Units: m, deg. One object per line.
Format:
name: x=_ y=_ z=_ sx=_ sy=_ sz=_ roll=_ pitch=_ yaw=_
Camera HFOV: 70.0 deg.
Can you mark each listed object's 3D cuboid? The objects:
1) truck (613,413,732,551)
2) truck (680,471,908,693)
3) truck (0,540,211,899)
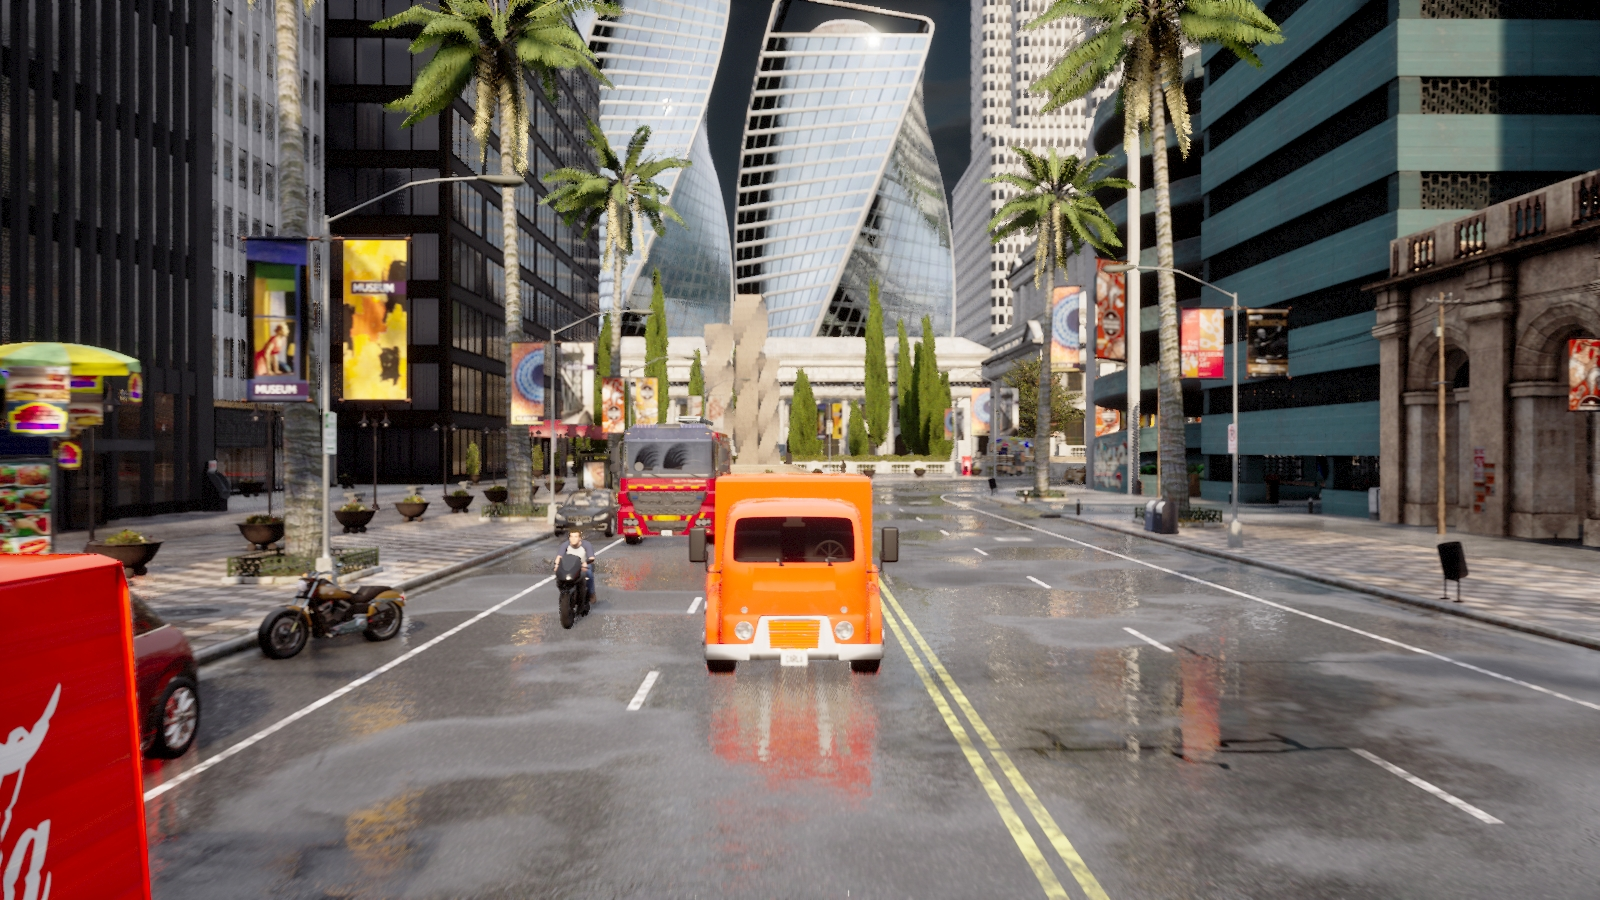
truck: x=-3.812 y=0.890 z=36.061 sx=2.891 sy=3.827 sz=8.468 roll=0 pitch=0 yaw=-1
truck: x=-0.098 y=1.568 z=15.760 sx=2.627 sy=2.467 sz=5.204 roll=0 pitch=0 yaw=-1
truck: x=-3.499 y=1.568 z=1.640 sx=2.627 sy=2.467 sz=5.204 roll=0 pitch=0 yaw=0
